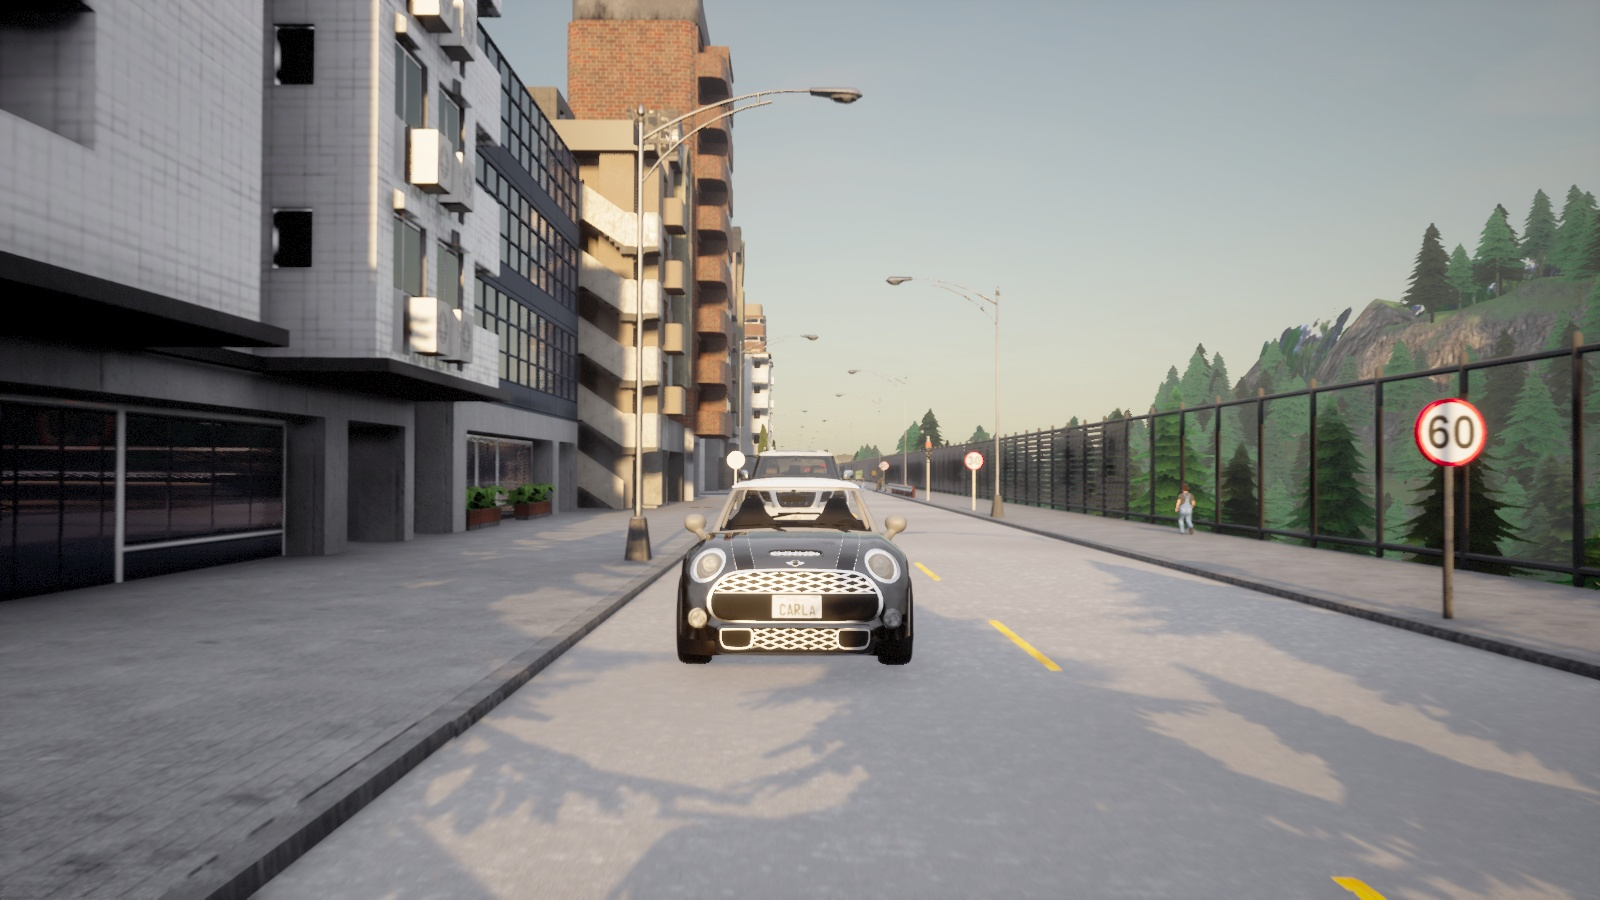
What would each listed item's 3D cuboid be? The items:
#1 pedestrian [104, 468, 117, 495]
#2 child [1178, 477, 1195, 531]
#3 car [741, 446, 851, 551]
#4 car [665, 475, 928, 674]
[{"bbox_3d":[-46.718,2.141,85.091,0.726,1.835,0.370,-1,-1,19],"label":"pedestrian"},{"bbox_3d":[9.093,1.262,29.562,0.270,1.263,0.437,0,-1,1],"label":"child"},{"bbox_3d":[-0.085,0.991,27.306,2.150,2.045,5.566,0,-1,0],"label":"car"},{"bbox_3d":[-0.035,0.970,11.347,1.970,1.475,3.806,0,-1,0],"label":"car"}]
